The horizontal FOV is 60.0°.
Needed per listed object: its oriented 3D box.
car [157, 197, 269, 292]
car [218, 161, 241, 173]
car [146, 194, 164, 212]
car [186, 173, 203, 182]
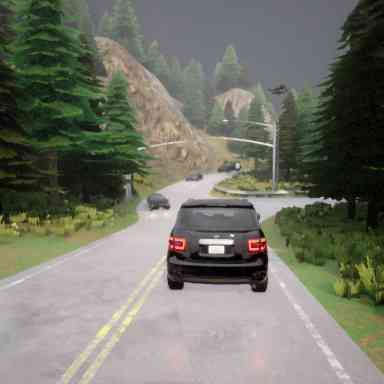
[{"bbox_3d":[0.705,1.174,8.993,2.150,2.045,5.566,0,0,5],"label":"car"},{"bbox_3d":[7.664,-5.058,67.733,5.566,2.045,2.150,-11,11,-43],"label":"car"},{"bbox_3d":[-3.367,0.919,31.719,2.033,1.411,5.357,-5,5,-13],"label":"car"},{"bbox_3d":[0.422,-2.520,55.253,1.994,1.385,4.181,2,10,19],"label":"car"}]
